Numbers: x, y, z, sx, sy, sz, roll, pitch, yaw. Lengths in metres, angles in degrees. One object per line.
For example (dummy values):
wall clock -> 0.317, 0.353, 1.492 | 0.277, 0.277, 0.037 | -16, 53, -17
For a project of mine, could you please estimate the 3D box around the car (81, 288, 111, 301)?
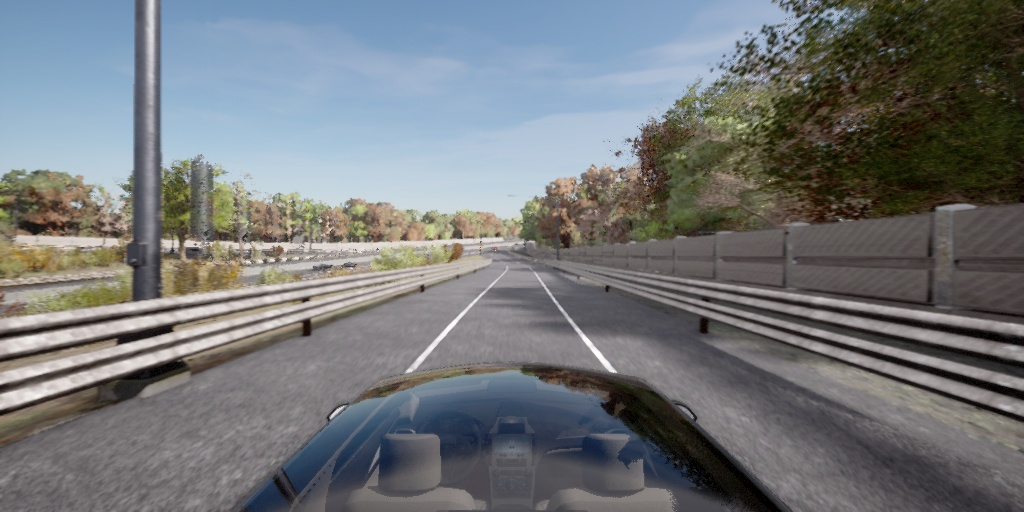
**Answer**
car -> -46.457, 4.704, 41.694 | 1.994, 1.385, 4.181 | 1, 4, 16

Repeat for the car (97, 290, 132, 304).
car -> -43.084, 4.750, 40.757 | 1.812, 1.442, 4.674 | 1, 4, 16
